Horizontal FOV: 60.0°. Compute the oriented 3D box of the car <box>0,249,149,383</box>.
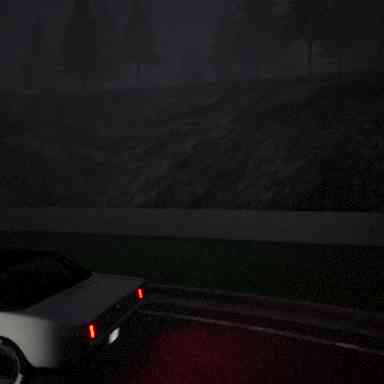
[{"bbox_3d":[-3.144,1.544,4.782,4.718,1.301,1.895,0,1,14],"label":"car"}]
